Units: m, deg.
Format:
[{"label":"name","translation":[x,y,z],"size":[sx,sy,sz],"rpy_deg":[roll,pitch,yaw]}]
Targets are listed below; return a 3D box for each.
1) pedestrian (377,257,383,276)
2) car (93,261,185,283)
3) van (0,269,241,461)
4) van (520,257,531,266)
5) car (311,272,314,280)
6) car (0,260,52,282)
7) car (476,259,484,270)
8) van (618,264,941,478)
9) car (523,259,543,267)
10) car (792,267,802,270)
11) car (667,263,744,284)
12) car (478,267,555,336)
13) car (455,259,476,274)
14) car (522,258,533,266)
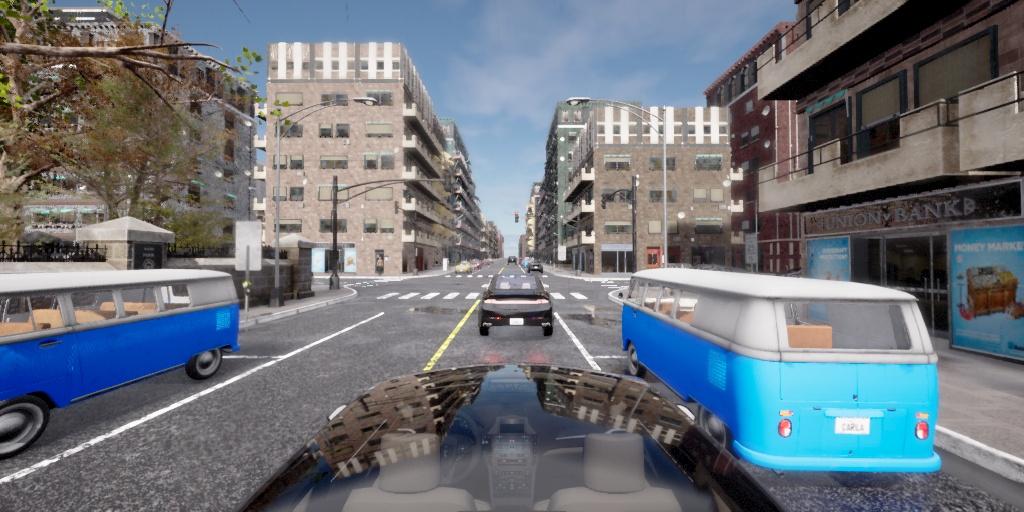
[{"label":"pedestrian","translation":[-12.526,0.968,34.054],"size":[0.375,1.860,0.375],"rpy_deg":[0,-1,1]},{"label":"car","translation":[-26.404,1.120,25.483],"size":[4.674,1.442,1.812],"rpy_deg":[0,-1,1]},{"label":"van","translation":[-5.655,1.092,4.664],"size":[1.690,1.789,3.998],"rpy_deg":[0,0,0]},{"label":"van","translation":[2.715,1.114,59.533],"size":[1.690,1.789,3.998],"rpy_deg":[0,0,0]},{"label":"car","translation":[-16.578,1.000,25.364],"size":[4.553,1.767,2.097],"rpy_deg":[0,-1,1]},{"label":"car","translation":[-36.502,1.045,25.615],"size":[4.892,1.490,1.837],"rpy_deg":[0,-1,1]},{"label":"car","translation":[-5.669,1.210,53.895],"size":[1.967,1.591,4.097],"rpy_deg":[0,0,0]},{"label":"van","translation":[2.660,1.092,4.659],"size":[1.690,1.789,3.998],"rpy_deg":[0,0,0]},{"label":"car","translation":[2.708,1.331,42.606],"size":[1.948,1.339,4.313],"rpy_deg":[0,0,0]},{"label":"car","translation":[25.003,1.462,28.052],"size":[4.674,1.442,1.812],"rpy_deg":[0,-1,1]},{"label":"car","translation":[15.102,1.358,28.175],"size":[5.008,1.535,1.882],"rpy_deg":[0,-1,1]},{"label":"car","translation":[0.103,1.244,10.390],"size":[2.128,1.511,4.902],"rpy_deg":[0,0,0]},{"label":"car","translation":[-5.673,1.291,42.439],"size":[1.751,1.417,4.829],"rpy_deg":[0,0,0]},{"label":"car","translation":[2.710,1.318,48.249],"size":[2.007,1.370,4.403],"rpy_deg":[0,0,0]}]
